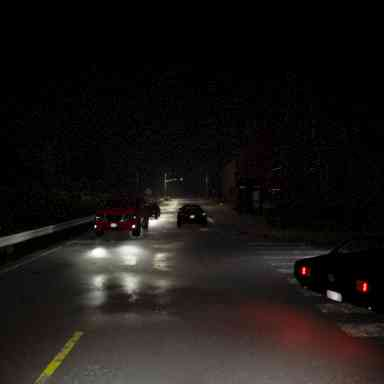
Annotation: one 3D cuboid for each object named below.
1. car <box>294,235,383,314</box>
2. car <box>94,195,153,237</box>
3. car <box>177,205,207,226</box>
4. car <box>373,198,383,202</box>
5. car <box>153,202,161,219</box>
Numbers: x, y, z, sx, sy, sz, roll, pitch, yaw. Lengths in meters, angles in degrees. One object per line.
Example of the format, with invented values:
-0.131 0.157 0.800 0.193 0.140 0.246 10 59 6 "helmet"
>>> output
4.549 1.601 7.116 4.718 1.301 1.895 0 0 -28 "car"
-3.734 1.222 18.517 2.150 2.045 5.566 0 0 0 "car"
-0.018 1.564 23.445 1.994 1.385 4.181 0 0 -1 "car"
27.130 1.506 46.961 1.816 1.474 4.193 0 0 -1 "car"
-3.780 1.564 28.481 1.994 1.385 4.181 0 0 0 "car"
